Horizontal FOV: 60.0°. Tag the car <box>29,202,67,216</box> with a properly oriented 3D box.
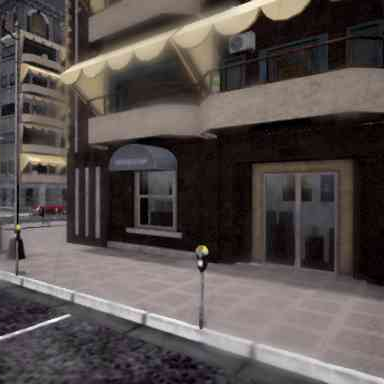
[{"bbox_3d":[-16.070,1.821,37.311,1.967,1.590,4.097,-1,-1,35],"label":"car"}]
